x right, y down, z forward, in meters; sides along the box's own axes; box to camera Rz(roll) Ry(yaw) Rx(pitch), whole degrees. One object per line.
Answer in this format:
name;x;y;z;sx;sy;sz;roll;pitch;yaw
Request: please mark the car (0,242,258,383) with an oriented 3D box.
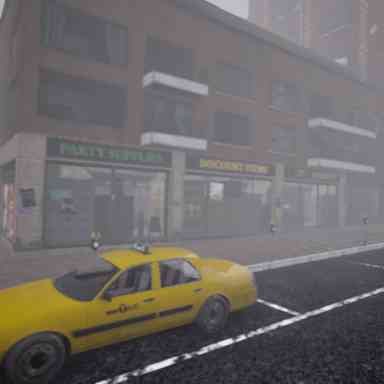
car;-1.063;1.539;5.314;4.829;1.417;1.752;0;1;-35
